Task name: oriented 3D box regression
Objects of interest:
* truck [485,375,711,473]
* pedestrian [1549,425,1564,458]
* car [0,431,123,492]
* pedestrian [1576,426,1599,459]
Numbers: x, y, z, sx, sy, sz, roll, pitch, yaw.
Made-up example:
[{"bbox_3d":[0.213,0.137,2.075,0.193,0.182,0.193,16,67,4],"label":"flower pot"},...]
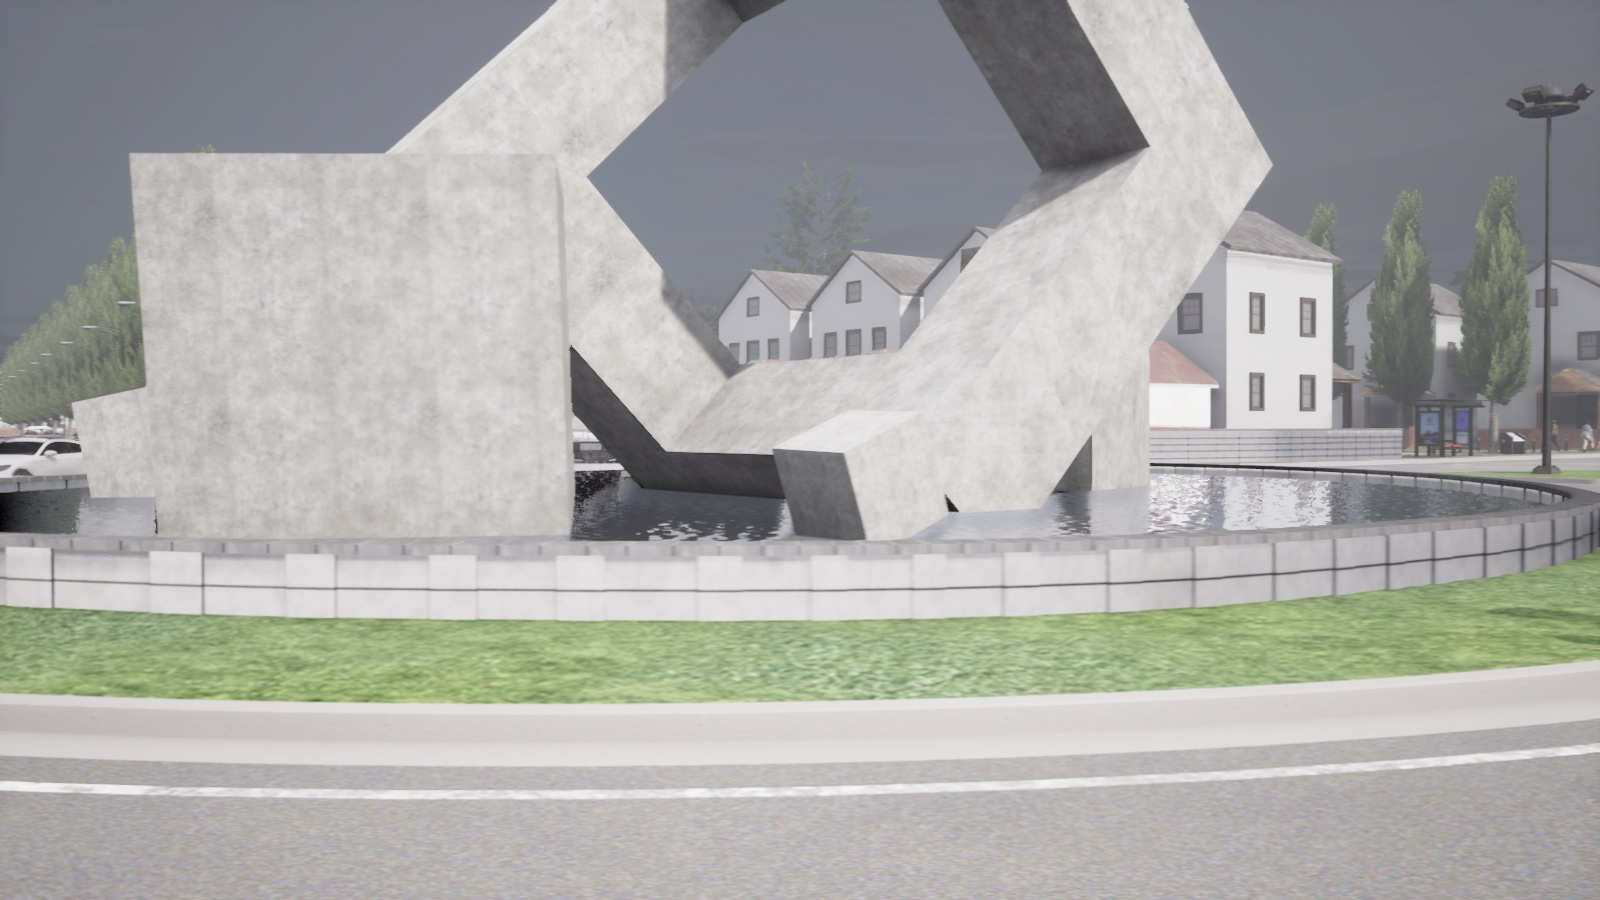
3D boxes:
[{"bbox_3d":[-7.353,-0.920,46.051,7.936,3.462,2.891,0,1,-9],"label":"truck"},{"bbox_3d":[42.963,-0.495,71.300,0.331,1.846,0.634,-1,1,-42],"label":"pedestrian"},{"bbox_3d":[-19.785,0.246,32.334,1.812,1.442,4.674,0,1,6],"label":"car"},{"bbox_3d":[44.240,-0.429,70.359,0.900,1.855,0.874,0,1,-13],"label":"pedestrian"}]
